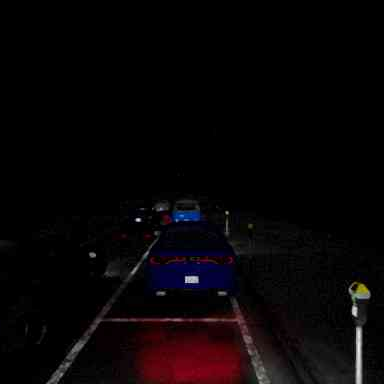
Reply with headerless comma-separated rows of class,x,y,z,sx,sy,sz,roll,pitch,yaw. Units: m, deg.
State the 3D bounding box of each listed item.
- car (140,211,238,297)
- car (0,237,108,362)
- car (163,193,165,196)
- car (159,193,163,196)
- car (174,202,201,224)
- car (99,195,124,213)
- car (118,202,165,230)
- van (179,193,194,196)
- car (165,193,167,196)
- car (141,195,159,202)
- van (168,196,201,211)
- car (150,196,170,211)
car,-0.005,1.475,8.650,1.882,1.535,5.008,0,0,0
car,-3.045,1.546,6.011,2.033,1.411,5.357,0,0,0
car,-8.815,1.451,86.079,2.008,1.369,4.403,0,0,0
car,-8.815,1.433,80.459,1.752,1.417,4.829,0,0,0
car,-0.290,1.533,25.659,1.887,1.381,4.507,0,0,0
car,-8.815,1.291,36.940,2.192,1.841,5.009,0,0,0
car,-3.045,1.556,20.830,1.994,1.385,4.181,0,0,0
van,-0.290,1.317,36.980,1.690,1.788,3.998,0,0,0
car,-8.815,1.438,91.530,1.887,1.381,4.507,0,0,0
car,-6.145,1.562,47.438,2.033,1.411,5.357,0,0,0
van,-0.290,1.333,19.998,1.690,1.788,3.998,0,0,0
car,-3.146,1.503,36.022,1.812,1.442,4.674,0,0,0
